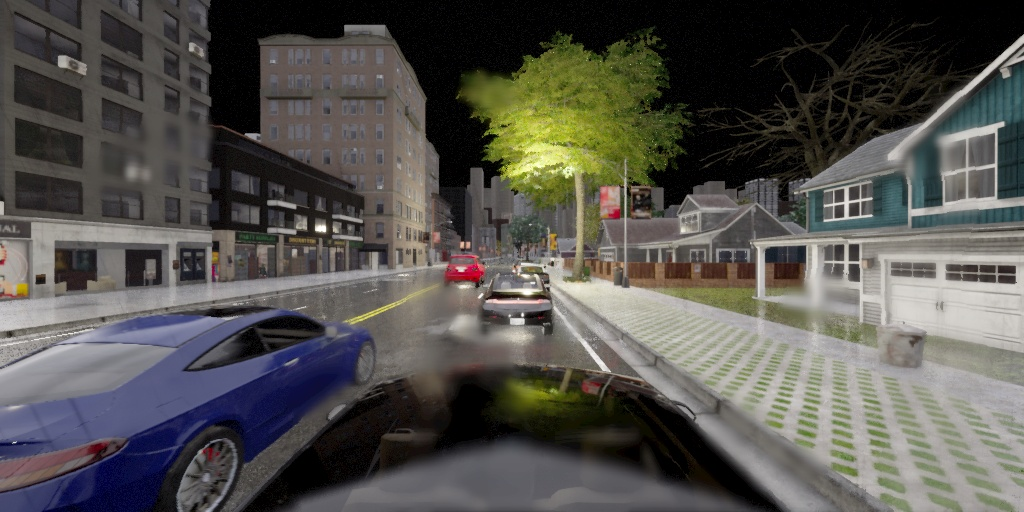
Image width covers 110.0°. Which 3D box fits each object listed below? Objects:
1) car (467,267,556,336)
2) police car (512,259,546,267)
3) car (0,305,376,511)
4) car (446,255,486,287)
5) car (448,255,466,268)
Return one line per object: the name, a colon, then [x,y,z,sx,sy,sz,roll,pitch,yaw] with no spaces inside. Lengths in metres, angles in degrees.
car: [0.138,1.238,10.384,2.128,1.511,4.902,0,0,0]
police car: [1.059,1.164,20.633,1.930,1.638,5.238,0,0,0]
car: [-3.141,1.276,3.968,1.812,1.442,4.674,0,0,0]
car: [-3.047,0.959,24.271,2.150,2.045,5.566,0,0,0]
car: [-9.530,0.921,62.269,2.150,2.045,5.566,0,0,1]
